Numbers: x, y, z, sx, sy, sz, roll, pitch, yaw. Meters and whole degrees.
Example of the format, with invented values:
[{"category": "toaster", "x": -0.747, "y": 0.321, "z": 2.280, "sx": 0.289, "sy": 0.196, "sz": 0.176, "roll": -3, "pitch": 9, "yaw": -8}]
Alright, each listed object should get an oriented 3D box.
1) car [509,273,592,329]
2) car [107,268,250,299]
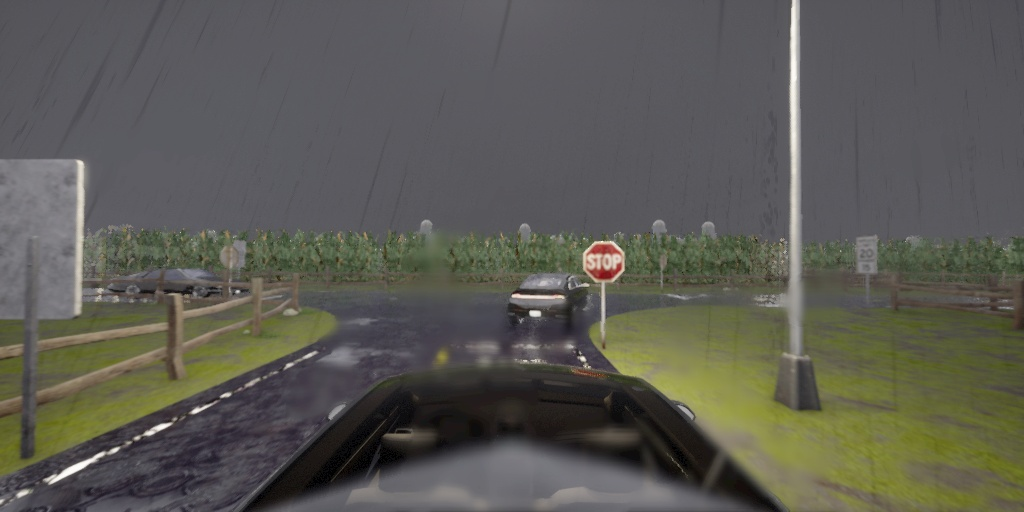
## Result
[{"category": "car", "x": 1.387, "y": 1.297, "z": 11.639, "sx": 2.128, "sy": 1.511, "sz": 4.902, "roll": 0, "pitch": 0, "yaw": 19}, {"category": "car", "x": -15.466, "y": 1.258, "z": 16.788, "sx": 5.357, "sy": 1.411, "sz": 2.033, "roll": 0, "pitch": -1, "yaw": 0}]
